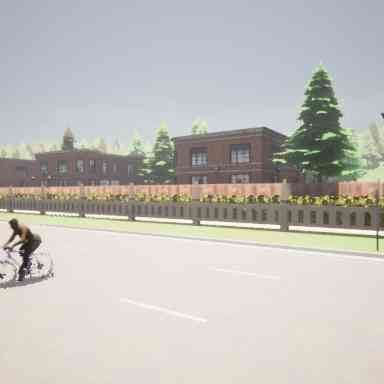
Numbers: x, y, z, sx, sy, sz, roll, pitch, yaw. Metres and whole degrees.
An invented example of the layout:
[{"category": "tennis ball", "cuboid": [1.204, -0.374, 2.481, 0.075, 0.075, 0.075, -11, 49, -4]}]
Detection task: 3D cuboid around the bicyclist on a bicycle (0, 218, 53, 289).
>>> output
[{"category": "bicyclist on a bicycle", "cuboid": [-4.158, 1.455, 8.106, 0.582, 1.620, 1.656, 0, 2, 34]}]
